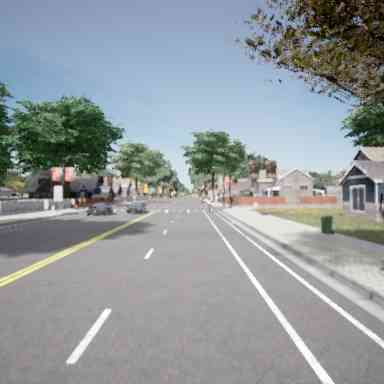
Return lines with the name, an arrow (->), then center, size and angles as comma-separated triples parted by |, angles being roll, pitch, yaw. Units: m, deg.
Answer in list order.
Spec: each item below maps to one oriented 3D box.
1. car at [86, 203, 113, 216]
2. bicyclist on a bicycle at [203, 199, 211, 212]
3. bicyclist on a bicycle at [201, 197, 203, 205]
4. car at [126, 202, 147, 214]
car -> -9.822, 1.836, 35.600 | 1.994, 1.385, 4.181 | 0, -1, 0
bicyclist on a bicycle -> 2.245, 1.767, 43.212 | 0.866, 1.612, 1.509 | 0, 0, 0
bicyclist on a bicycle -> 2.249, 1.990, 71.624 | 0.582, 1.620, 1.656 | 0, -1, 0
car -> -6.543, 1.852, 39.881 | 2.033, 1.411, 5.357 | 0, 0, 1
